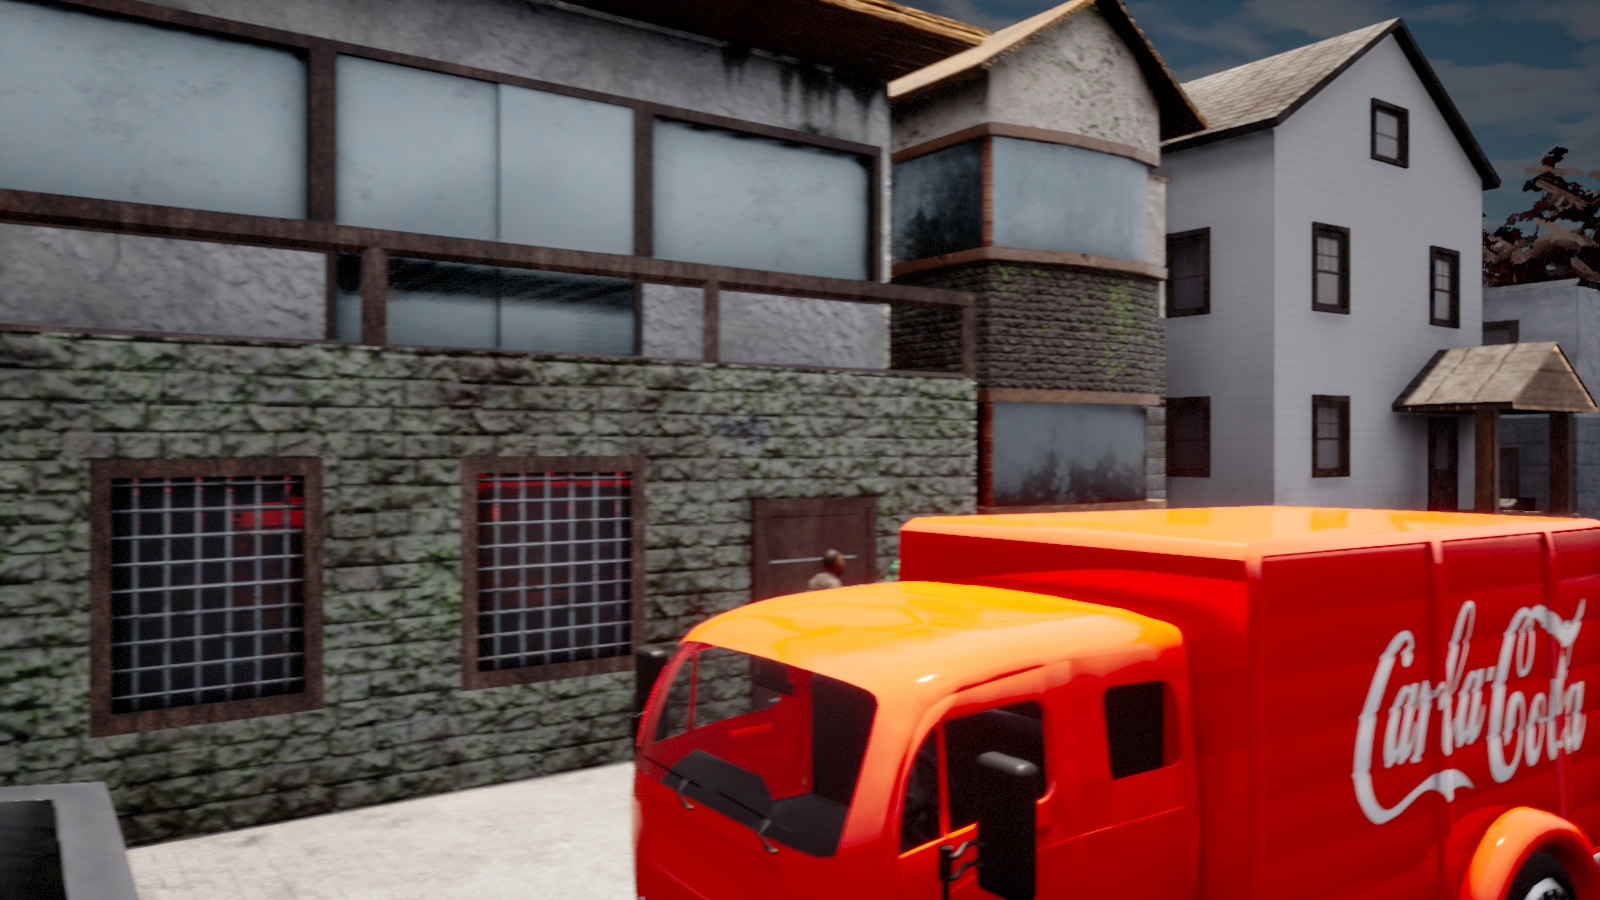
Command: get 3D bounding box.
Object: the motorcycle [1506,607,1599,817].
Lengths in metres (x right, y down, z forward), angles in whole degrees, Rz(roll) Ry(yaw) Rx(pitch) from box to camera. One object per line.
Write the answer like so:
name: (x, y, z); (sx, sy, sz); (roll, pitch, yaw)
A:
motorcycle: (6.483, 1.950, 8.936); (2.356, 1.277, 0.764); (0, 0, -35)

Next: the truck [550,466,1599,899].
truck: (1.749, 1.348, 5.610); (5.204, 2.467, 2.627); (0, 0, -35)

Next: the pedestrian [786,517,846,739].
pedestrian: (0.135, 1.525, 9.961); (0.375, 1.860, 0.375); (0, 0, -33)

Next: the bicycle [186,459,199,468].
bicycle: (-85.732, 1.936, 161.200); (1.643, 1.296, 0.373); (0, 0, -35)

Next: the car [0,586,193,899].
car: (-4.380, 1.534, 1.305); (6.274, 2.098, 2.390); (0, 0, -35)
